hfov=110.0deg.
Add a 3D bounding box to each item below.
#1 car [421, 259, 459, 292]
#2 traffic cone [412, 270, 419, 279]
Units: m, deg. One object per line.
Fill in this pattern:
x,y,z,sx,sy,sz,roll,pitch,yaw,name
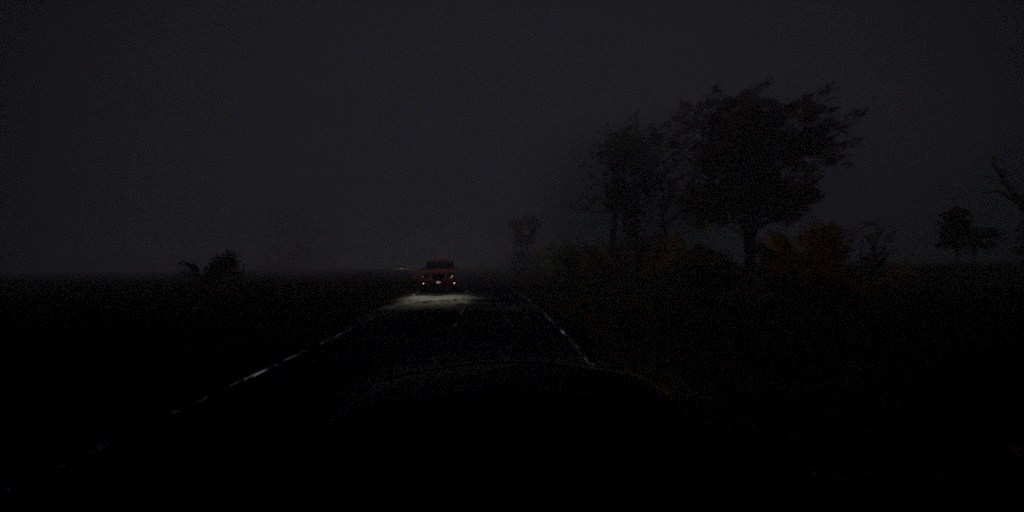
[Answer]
-4.735,1.199,23.880,2.150,2.045,5.566,-1,0,-8,car
-9.815,1.927,36.848,0.340,0.580,0.340,0,0,12,traffic cone
